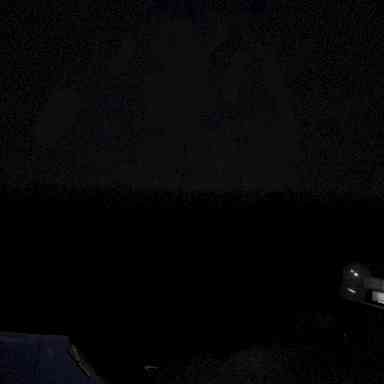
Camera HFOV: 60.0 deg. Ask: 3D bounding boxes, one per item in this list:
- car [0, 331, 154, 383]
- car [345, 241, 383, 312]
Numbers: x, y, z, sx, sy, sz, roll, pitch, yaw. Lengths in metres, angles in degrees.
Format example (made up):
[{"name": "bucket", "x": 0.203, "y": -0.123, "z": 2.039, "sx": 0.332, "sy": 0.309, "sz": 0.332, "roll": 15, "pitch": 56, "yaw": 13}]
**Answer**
[{"name": "car", "x": -2.067, "y": 1.584, "z": 1.507, "sx": 4.181, "sy": 1.385, "sz": 1.994, "roll": 0, "pitch": 0, "yaw": -37}, {"name": "car", "x": 5.091, "y": 1.464, "z": 6.943, "sx": 4.902, "sy": 1.511, "sz": 2.128, "roll": -1, "pitch": 0, "yaw": -37}]
